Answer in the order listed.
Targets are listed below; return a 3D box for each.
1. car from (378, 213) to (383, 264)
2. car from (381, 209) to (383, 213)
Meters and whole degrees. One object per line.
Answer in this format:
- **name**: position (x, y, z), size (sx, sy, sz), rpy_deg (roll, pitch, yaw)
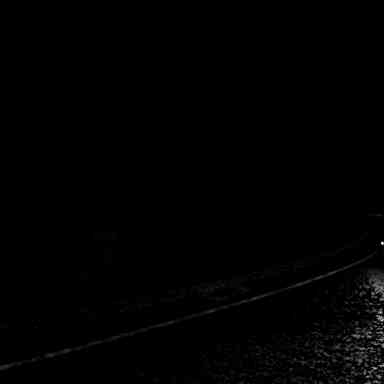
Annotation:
- **car**: position (7.863, 1.635, 11.570), size (2.128, 1.511, 4.902), rpy_deg (1, 0, 40)
- **car**: position (21.066, 1.904, 33.777), size (1.812, 1.442, 4.674), rpy_deg (1, 0, 6)
